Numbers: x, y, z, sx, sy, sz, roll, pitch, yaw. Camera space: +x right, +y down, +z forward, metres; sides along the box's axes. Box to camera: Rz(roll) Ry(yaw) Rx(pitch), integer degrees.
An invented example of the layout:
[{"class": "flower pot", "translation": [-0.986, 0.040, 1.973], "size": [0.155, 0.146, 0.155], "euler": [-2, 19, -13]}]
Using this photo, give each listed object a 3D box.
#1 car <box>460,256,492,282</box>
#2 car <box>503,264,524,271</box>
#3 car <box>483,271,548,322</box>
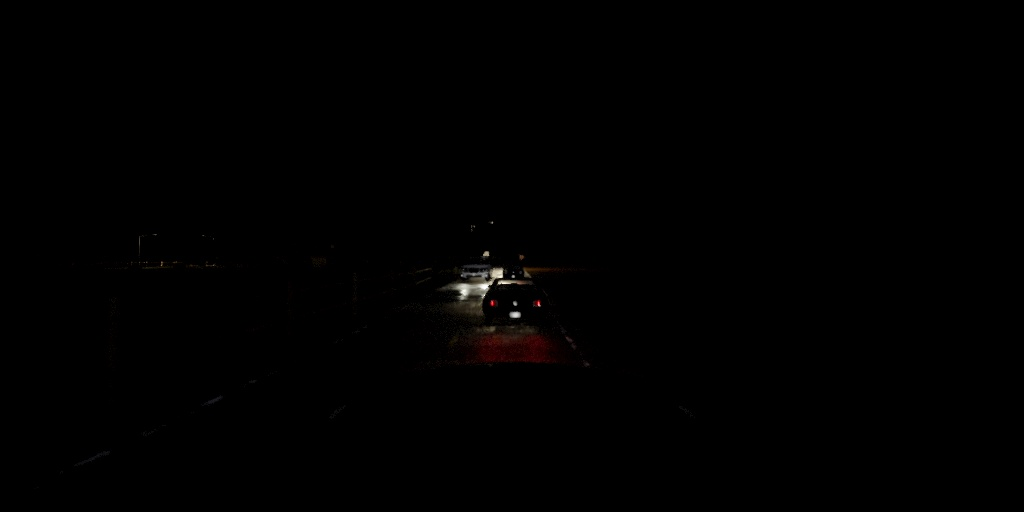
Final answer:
[{"class": "car", "translation": [-2.828, 1.017, 29.409], "size": [2.150, 2.045, 5.566], "euler": [0, 0, 0]}, {"class": "car", "translation": [0.109, 1.403, 32.090], "size": [1.895, 1.301, 4.718], "euler": [0, 0, 0]}, {"class": "car", "translation": [0.102, 1.367, 12.323], "size": [1.895, 1.301, 4.718], "euler": [0, 0, 0]}]
